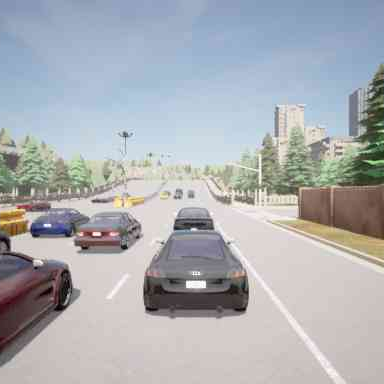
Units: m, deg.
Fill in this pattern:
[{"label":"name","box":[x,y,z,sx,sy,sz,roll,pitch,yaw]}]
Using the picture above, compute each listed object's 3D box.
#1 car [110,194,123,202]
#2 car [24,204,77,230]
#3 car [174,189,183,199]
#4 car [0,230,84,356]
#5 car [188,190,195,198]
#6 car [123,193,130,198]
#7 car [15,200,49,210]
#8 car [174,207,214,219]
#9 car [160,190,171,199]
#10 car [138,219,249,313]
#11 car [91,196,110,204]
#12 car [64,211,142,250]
[{"label":"car","box":[-17.613,1.515,74.114,2.033,1.411,5.357,0,0,0]},{"label":"car","box":[-6.919,1.564,17.931,1.994,1.385,4.181,0,0,0]},{"label":"car","box":[-3.697,0.903,86.888,2.097,1.767,4.553,0,3,0]},{"label":"car","box":[-3.410,1.564,5.131,1.994,1.385,4.181,0,0,0]},{"label":"car","box":[-0.218,0.839,90.060,1.837,1.490,4.892,0,4,0]},{"label":"car","box":[-17.709,0.905,88.657,1.812,1.442,4.674,0,3,0]},{"label":"car","box":[-17.639,1.601,37.080,1.895,1.301,4.718,0,0,0]},{"label":"car","box":[0.084,1.478,16.730,1.882,1.535,5.008,0,0,0]},{"label":"car","box":[-7.198,1.024,86.902,1.882,1.535,5.008,0,3,0]},{"label":"car","box":[0.088,1.564,7.740,1.994,1.385,4.181,0,0,1]},{"label":"car","box":[-17.609,1.600,62.984,1.895,1.301,4.718,0,0,0]},{"label":"car","box":[-3.409,1.547,14.371,2.033,1.411,5.357,0,0,0]}]
